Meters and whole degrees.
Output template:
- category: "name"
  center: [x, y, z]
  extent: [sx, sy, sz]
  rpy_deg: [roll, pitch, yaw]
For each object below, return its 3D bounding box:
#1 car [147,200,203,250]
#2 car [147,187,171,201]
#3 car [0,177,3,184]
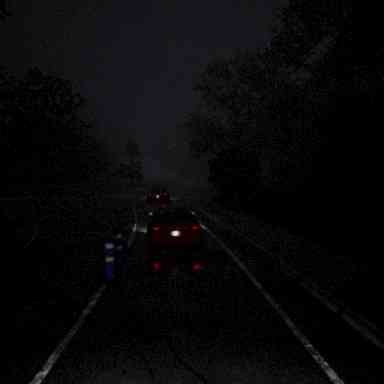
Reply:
- category: "car"
  center: [-0.752, 1.263, 13.042]
  extent: [1.994, 1.385, 4.181]
  rpy_deg: [-1, 2, -6]
- category: "car"
  center: [-2.969, 0.194, 30.239]
  extent: [1.994, 1.385, 4.181]
  rpy_deg: [0, 4, -2]
- category: "car"
  center: [-37.343, -2.372, 60.881]
  extent: [2.097, 1.767, 4.553]
  rpy_deg: [2, 4, 26]
